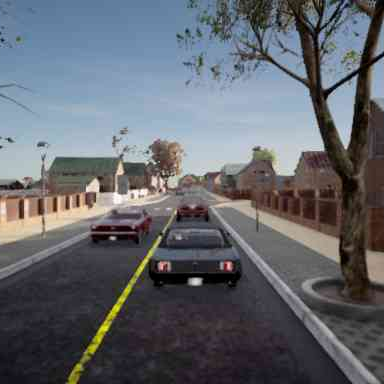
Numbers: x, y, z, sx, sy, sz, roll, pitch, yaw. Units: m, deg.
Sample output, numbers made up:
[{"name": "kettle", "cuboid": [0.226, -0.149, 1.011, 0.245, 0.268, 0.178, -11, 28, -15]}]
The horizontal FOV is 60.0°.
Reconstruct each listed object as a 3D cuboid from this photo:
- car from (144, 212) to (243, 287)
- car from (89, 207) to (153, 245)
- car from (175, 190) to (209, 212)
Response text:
[{"name": "car", "cuboid": [0.069, 1.442, 8.759, 1.895, 1.301, 4.718, 0, 1, 0]}, {"name": "car", "cuboid": [-2.869, 1.343, 14.305, 1.895, 1.301, 4.718, 0, 1, 0]}, {"name": "car", "cuboid": [0.037, 0.935, 23.218, 2.097, 1.767, 4.553, 0, 1, 0]}]
